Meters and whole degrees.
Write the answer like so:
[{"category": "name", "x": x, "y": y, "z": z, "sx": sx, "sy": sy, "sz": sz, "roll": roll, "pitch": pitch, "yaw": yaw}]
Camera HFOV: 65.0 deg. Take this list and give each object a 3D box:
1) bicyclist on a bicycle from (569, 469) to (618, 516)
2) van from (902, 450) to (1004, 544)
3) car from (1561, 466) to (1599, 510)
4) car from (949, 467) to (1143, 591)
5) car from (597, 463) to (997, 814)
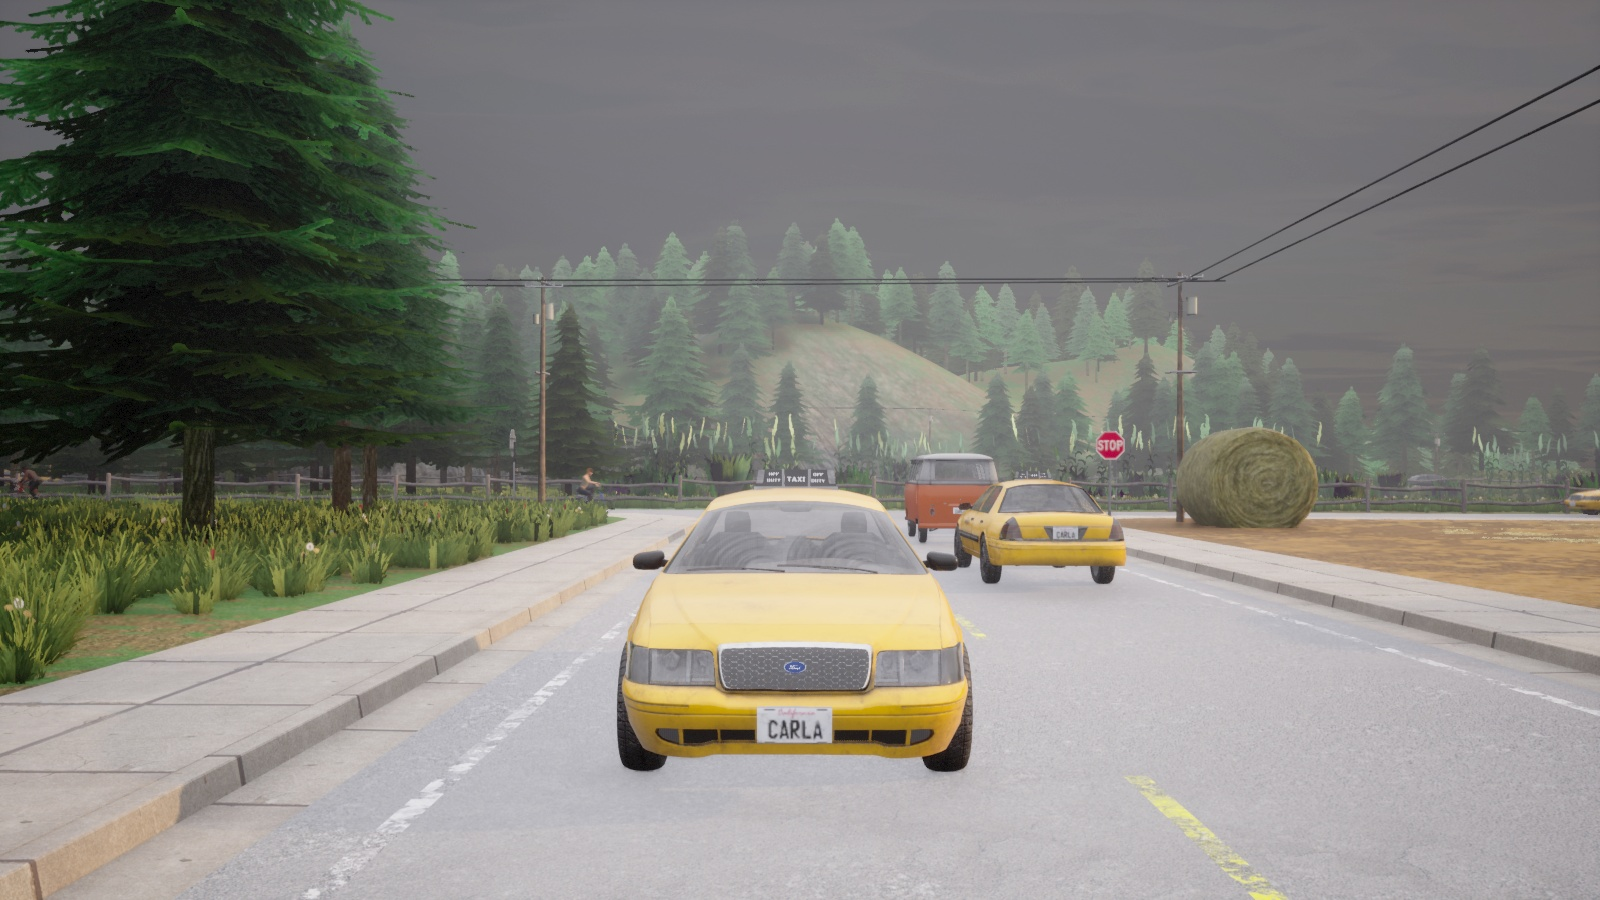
[{"category": "bicyclist on a bicycle", "x": -7.133, "y": 1.472, "z": 43.445, "sx": 1.509, "sy": 1.612, "sz": 0.866, "roll": 0, "pitch": -1, "yaw": 3}, {"category": "van", "x": 3.424, "y": 1.038, "z": 28.899, "sx": 1.775, "sy": 1.987, "sz": 4.442, "roll": 0, "pitch": -1, "yaw": 0}, {"category": "car", "x": 30.677, "y": 1.353, "z": 45.214, "sx": 5.366, "sy": 1.575, "sz": 1.801, "roll": 0, "pitch": -1, "yaw": 3}, {"category": "car", "x": 3.451, "y": 1.053, "z": 18.681, "sx": 1.801, "sy": 1.575, "sz": 5.366, "roll": 0, "pitch": -1, "yaw": 0}, {"category": "car", "x": -0.022, "y": 0.894, "z": 8.352, "sx": 1.801, "sy": 1.575, "sz": 5.366, "roll": 0, "pitch": -1, "yaw": 0}]
